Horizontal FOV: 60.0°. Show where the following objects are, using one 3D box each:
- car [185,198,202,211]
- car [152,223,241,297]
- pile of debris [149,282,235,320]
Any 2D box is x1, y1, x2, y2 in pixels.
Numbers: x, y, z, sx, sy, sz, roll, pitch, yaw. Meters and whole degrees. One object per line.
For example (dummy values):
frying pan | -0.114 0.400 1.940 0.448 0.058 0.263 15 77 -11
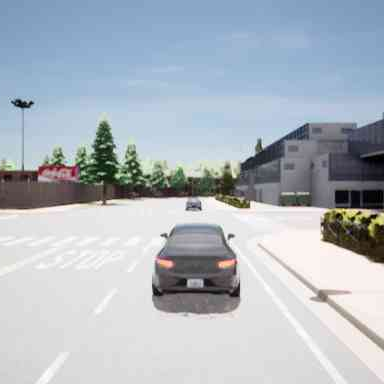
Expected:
car | 0.181 1.404 38.758 2.033 1.411 5.357 0 0 -1
car | 0.133 1.493 8.363 1.812 1.442 4.674 0 0 2
pile of debris | -0.007 2.150 6.718 1.500 0.140 1.860 0 0 0
